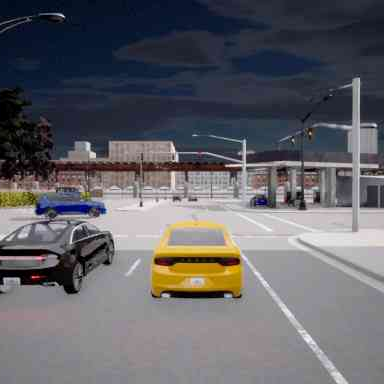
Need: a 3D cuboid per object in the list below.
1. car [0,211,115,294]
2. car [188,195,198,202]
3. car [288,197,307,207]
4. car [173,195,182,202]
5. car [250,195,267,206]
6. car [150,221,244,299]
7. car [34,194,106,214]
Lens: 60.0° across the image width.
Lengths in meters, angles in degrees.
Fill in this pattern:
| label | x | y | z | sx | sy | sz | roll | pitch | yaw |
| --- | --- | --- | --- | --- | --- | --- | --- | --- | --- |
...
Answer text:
| label | x | y | z | sx | sy | sz | roll | pitch | yaw |
| --- | --- | --- | --- | --- | --- | --- | --- | --- | --- |
| car | -3.392 | 1.474 | 8.735 | 2.128 | 1.511 | 4.902 | 0 | 0 | 0 |
| car | 0.218 | 1.446 | 73.484 | 1.994 | 1.385 | 4.181 | 0 | 0 | 0 |
| car | 15.603 | 1.426 | 49.526 | 1.970 | 1.475 | 3.806 | 0 | 0 | 1 |
| car | -3.282 | 1.386 | 73.494 | 1.837 | 1.490 | 4.892 | 0 | 0 | 0 |
| car | 9.856 | 1.253 | 48.780 | 2.242 | 1.667 | 4.611 | 0 | 0 | 1 |
| car | 0.107 | 1.468 | 8.516 | 1.882 | 1.535 | 5.008 | 0 | 0 | 0 |
| car | -10.015 | 1.165 | 27.613 | 5.566 | 2.045 | 2.150 | 0 | 1 | -20 |
